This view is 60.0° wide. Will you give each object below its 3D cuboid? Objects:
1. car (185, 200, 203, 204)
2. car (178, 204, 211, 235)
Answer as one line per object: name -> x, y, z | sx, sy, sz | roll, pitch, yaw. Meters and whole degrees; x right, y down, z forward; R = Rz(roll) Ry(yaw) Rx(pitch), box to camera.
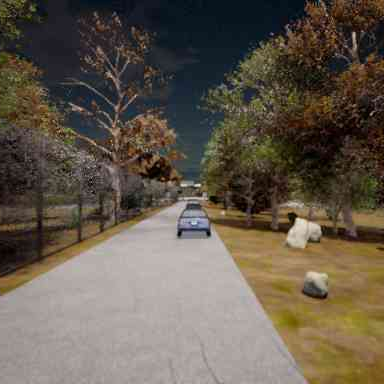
car -> 0.211, 1.739, 40.762 | 1.837, 1.490, 4.892 | 0, 0, 0
car -> 0.126, 1.641, 19.409 | 2.033, 1.411, 5.357 | 0, 0, 0
